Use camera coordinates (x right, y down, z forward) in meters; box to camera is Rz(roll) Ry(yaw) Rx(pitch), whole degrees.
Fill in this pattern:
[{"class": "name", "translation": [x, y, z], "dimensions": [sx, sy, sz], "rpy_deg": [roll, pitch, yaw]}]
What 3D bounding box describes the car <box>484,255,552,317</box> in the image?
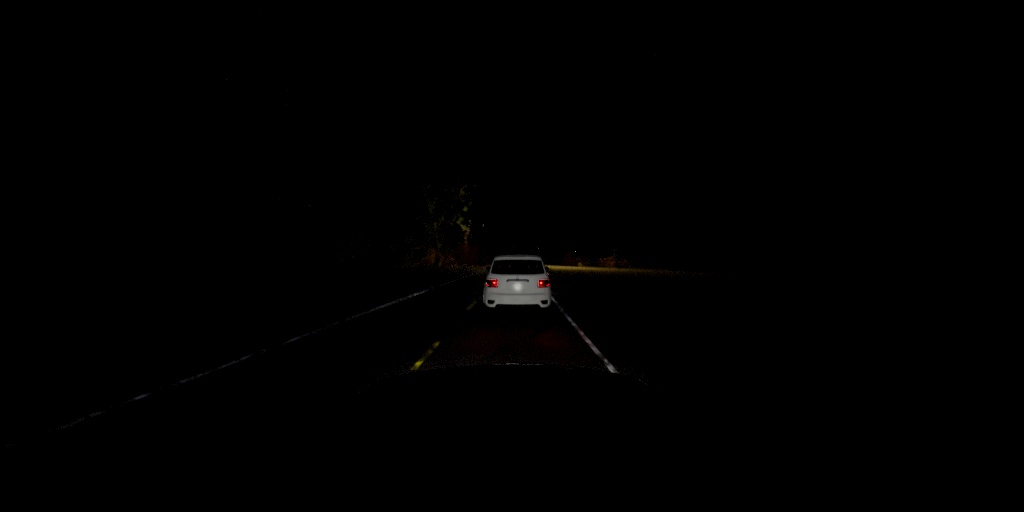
[{"class": "car", "translation": [0.210, 0.975, 13.289], "dimensions": [2.150, 2.045, 5.566], "rpy_deg": [0, 0, 1]}]
